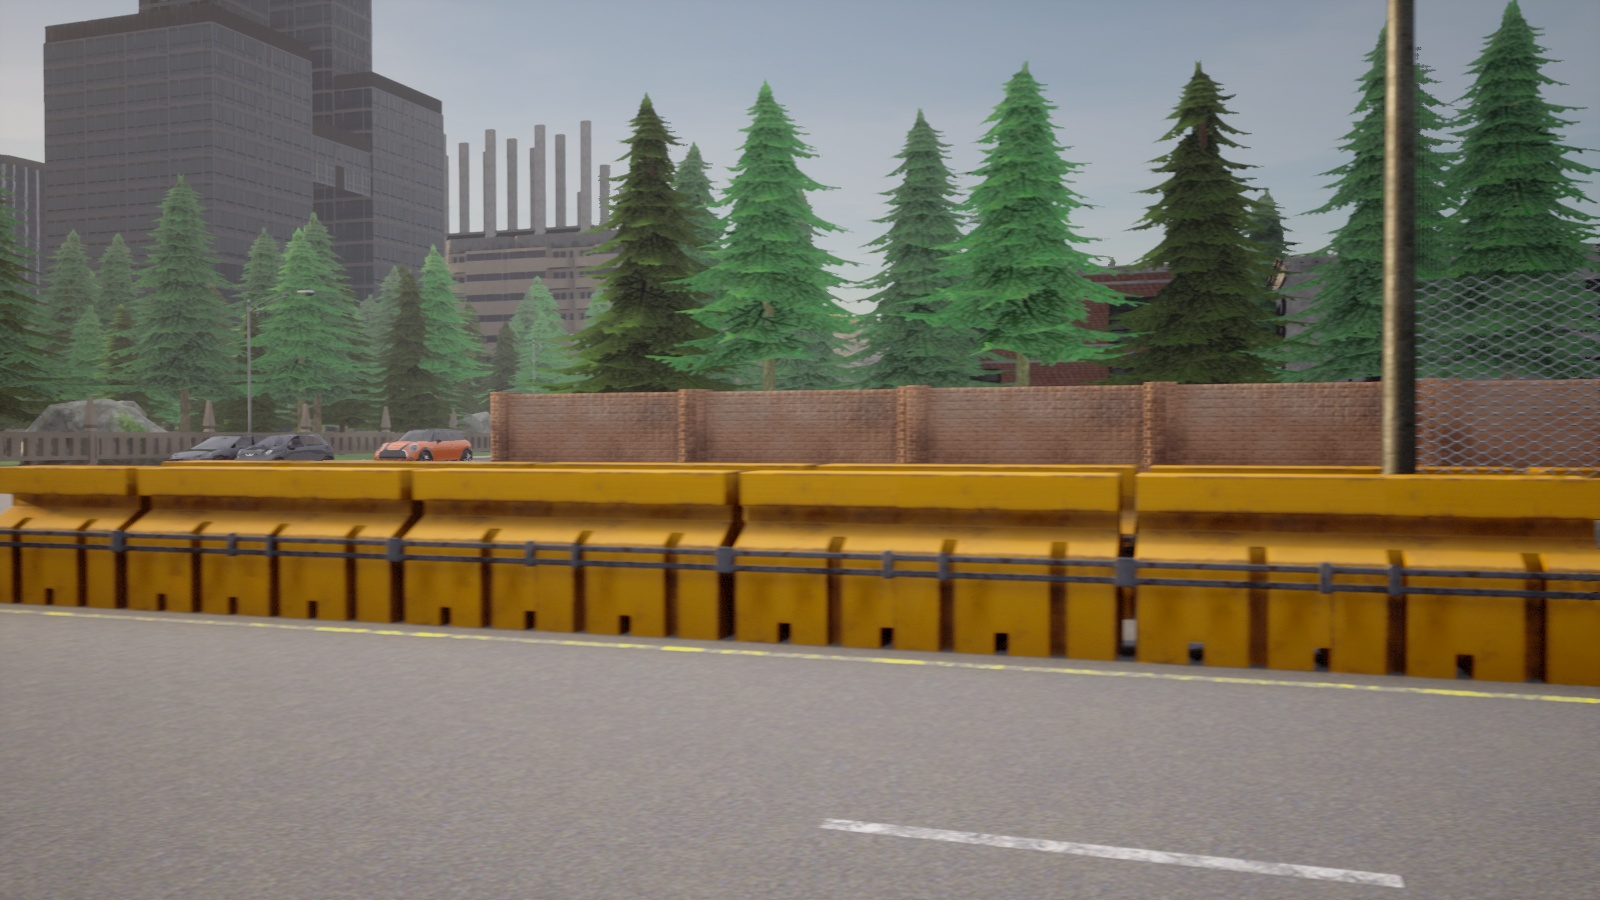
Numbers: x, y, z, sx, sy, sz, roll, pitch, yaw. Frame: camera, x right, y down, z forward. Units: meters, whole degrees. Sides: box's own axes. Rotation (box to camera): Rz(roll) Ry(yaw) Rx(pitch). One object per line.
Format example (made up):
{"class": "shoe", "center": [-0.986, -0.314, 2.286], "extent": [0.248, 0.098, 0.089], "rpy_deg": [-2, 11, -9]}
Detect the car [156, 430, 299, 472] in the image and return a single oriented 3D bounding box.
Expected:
{"class": "car", "center": [-21.202, -0.002, 46.777], "extent": [2.163, 1.488, 4.792], "rpy_deg": [1, 1, 18]}

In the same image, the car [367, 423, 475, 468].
{"class": "car", "center": [-15.696, -0.211, 52.264], "extent": [2.097, 1.767, 4.553], "rpy_deg": [1, 1, 18]}

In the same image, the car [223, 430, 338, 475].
{"class": "car", "center": [-18.302, 0.061, 44.401], "extent": [1.845, 1.501, 3.633], "rpy_deg": [1, 1, 18]}
